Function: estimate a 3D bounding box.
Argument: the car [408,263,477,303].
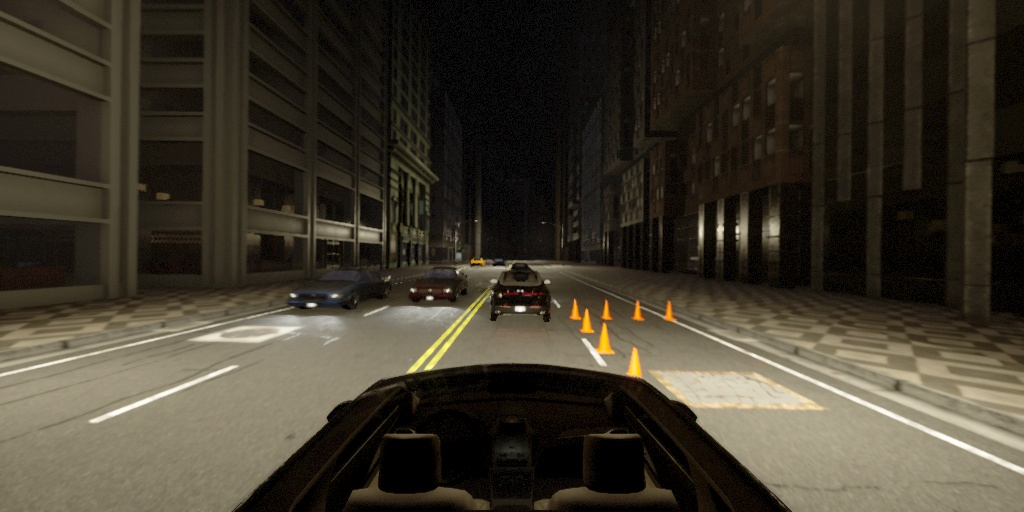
[{"bbox_3d":[-3.080,1.214,16.312,2.033,1.411,5.357,1,0,1],"label":"car"}]

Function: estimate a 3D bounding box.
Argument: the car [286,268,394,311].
[{"bbox_3d":[-6.379,1.181,14.167,2.033,1.411,5.357,1,0,1],"label":"car"}]

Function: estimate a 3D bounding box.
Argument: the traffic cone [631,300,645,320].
[{"bbox_3d":[4.025,1.719,11.492,0.340,0.580,0.340,0,0,1],"label":"traffic cone"}]

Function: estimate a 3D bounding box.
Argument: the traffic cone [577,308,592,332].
[{"bbox_3d":[1.983,1.701,9.536,0.340,0.580,0.340,0,0,1],"label":"traffic cone"}]

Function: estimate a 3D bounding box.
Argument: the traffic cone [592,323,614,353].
[{"bbox_3d":[1.939,1.706,7.537,0.340,0.580,0.340,0,0,1],"label":"traffic cone"}]

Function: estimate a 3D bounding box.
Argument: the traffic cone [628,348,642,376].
[{"bbox_3d":[1.895,1.713,5.537,0.340,0.580,0.340,0,0,1],"label":"traffic cone"}]

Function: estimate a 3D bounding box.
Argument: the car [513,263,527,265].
[{"bbox_3d":[0.675,1.238,30.329,1.994,1.385,4.181,1,0,1],"label":"car"}]

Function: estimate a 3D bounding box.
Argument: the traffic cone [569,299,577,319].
[{"bbox_3d":[2.026,1.695,11.536,0.340,0.580,0.340,0,0,1],"label":"traffic cone"}]

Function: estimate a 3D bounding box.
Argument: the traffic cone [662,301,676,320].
[{"bbox_3d":[5.025,1.731,11.470,0.340,0.580,0.340,0,0,1],"label":"traffic cone"}]

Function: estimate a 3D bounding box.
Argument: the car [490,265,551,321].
[{"bbox_3d":[0.285,1.222,12.397,1.837,1.490,4.892,1,0,1],"label":"car"}]

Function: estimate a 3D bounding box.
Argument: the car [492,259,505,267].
[{"bbox_3d":[-2.111,1.130,58.226,1.994,1.385,4.181,1,0,2],"label":"car"}]

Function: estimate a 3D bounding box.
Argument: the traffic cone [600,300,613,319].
[{"bbox_3d":[3.026,1.707,11.514,0.340,0.580,0.340,0,0,1],"label":"traffic cone"}]

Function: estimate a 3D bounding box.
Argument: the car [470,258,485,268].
[{"bbox_3d":[-5.403,1.011,56.501,1.882,1.535,5.008,1,0,2],"label":"car"}]
